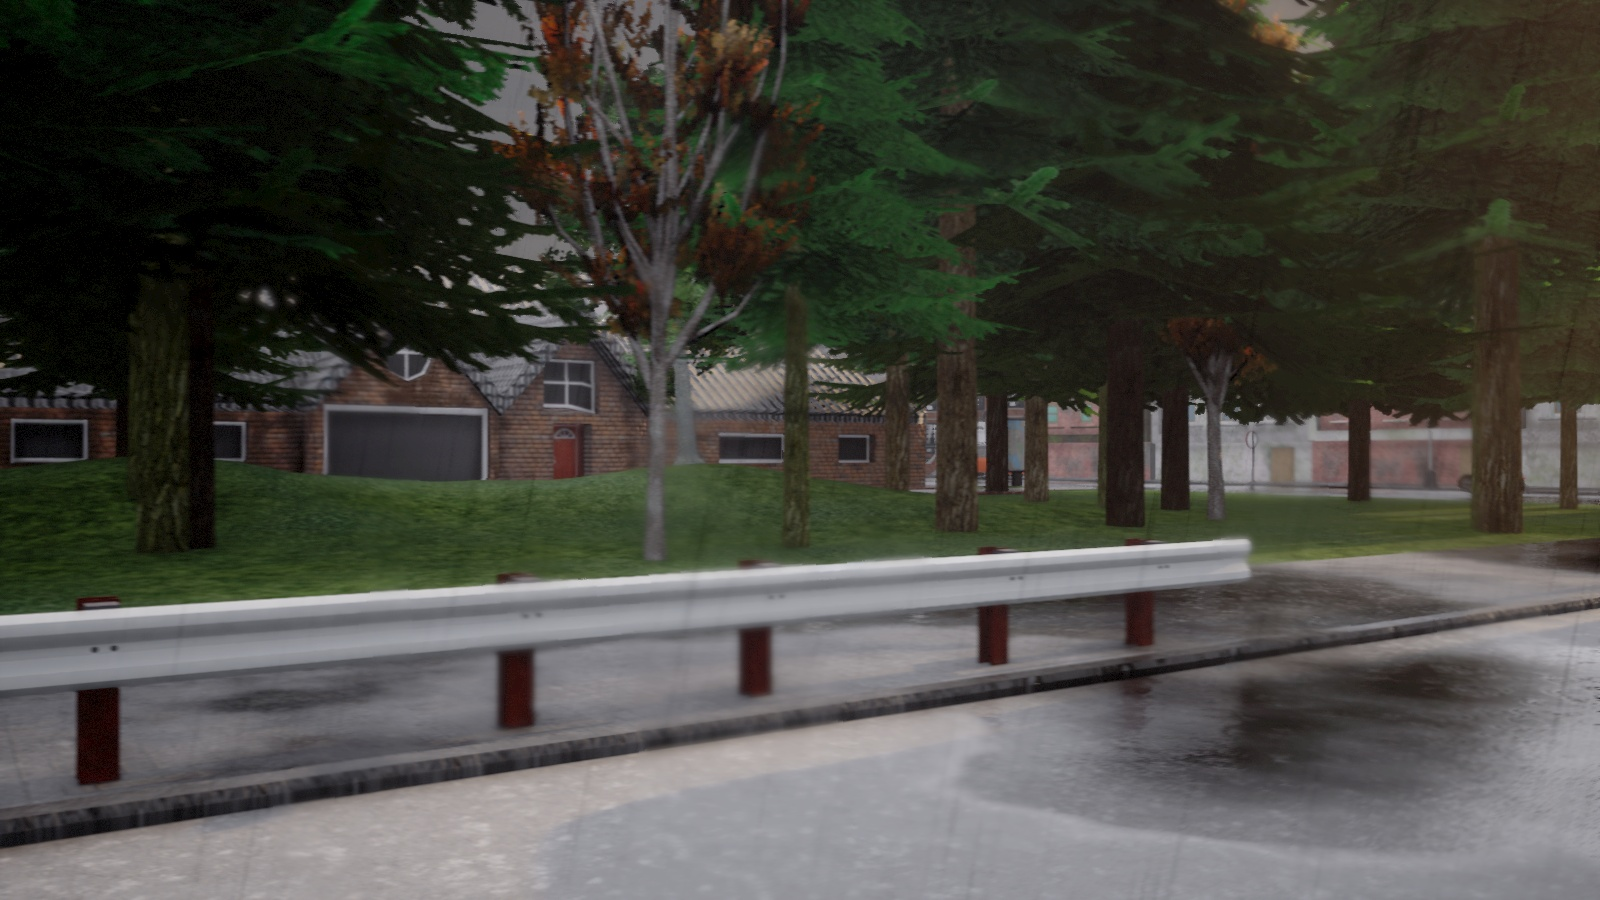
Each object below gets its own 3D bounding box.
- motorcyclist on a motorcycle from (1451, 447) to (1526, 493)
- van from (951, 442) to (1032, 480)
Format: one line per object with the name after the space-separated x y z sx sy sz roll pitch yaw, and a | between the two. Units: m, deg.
25.467 0.716 46.493 0.766 1.649 2.350 0 0 -35 | motorcyclist on a motorcycle
10.382 0.604 68.435 1.775 1.987 4.442 0 0 -35 | van
